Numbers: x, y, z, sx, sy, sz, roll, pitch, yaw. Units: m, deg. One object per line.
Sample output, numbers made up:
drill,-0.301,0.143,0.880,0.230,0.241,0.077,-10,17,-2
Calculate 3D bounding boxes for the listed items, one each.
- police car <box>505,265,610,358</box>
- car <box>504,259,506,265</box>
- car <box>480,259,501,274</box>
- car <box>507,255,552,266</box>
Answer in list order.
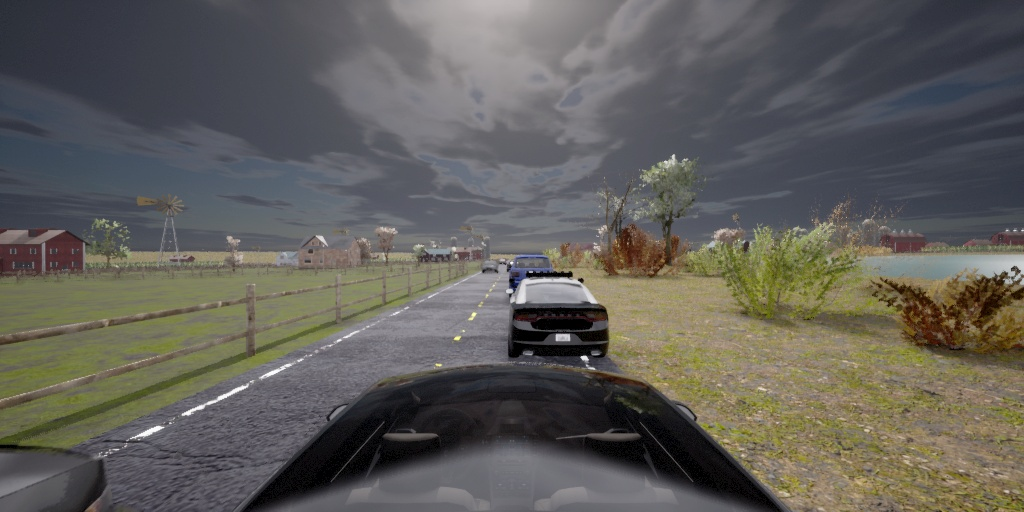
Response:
police car,0.876,1.174,8.638,1.930,1.638,5.238,0,0,0
car,0.333,1.334,46.315,1.994,1.385,4.181,0,0,2
car,-2.568,1.270,42.559,1.837,1.490,4.892,0,0,0
car,0.943,0.974,18.557,2.150,2.045,5.566,0,0,0
